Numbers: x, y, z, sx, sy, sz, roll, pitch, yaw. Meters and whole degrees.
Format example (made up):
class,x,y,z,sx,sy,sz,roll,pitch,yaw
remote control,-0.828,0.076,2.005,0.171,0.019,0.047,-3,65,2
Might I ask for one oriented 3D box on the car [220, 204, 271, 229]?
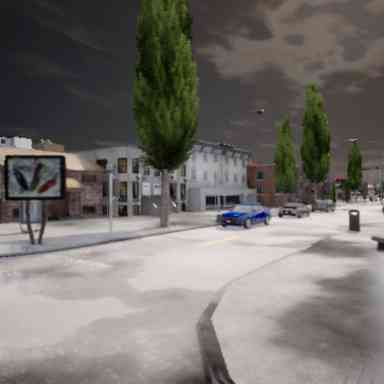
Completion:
class,x,y,z,sx,sy,sz,roll,pitch,yaw
car,3.736,1.576,22.780,1.882,1.535,5.008,-1,0,35

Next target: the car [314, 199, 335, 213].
class,x,y,z,sx,sy,sz,roll,pitch,yaw
car,15.396,1.601,39.092,1.837,1.490,4.892,-1,0,36

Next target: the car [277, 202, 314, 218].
class,x,y,z,sx,sy,sz,roll,pitch,yaw
car,9.471,1.661,30.824,1.994,1.385,4.181,-1,0,36
